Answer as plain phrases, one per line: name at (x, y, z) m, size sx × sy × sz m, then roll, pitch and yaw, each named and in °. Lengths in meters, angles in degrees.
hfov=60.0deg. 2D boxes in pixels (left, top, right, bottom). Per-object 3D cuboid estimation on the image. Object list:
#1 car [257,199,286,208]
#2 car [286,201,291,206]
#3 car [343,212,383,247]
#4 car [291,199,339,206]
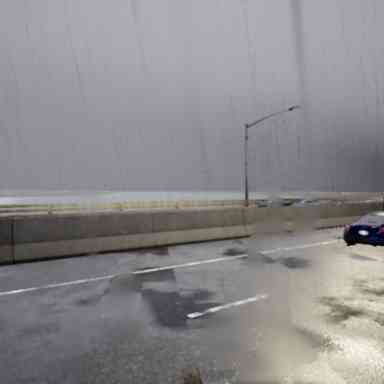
car at (8.961, 1.472, 35.979) m, size 4.181 × 1.385 × 1.994 m, roll 0°, pitch 0°, yaw -35°
car at (12.063, 1.429, 33.876) m, size 4.674 × 1.442 × 1.812 m, roll 0°, pitch 0°, yaw -35°
car at (8.169, 1.516, 13.815) m, size 4.181 × 1.385 × 1.994 m, roll 0°, pitch 0°, yaw -35°
car at (11.473, 1.461, 29.207) m, size 5.357 × 1.411 × 2.033 m, roll 0°, pitch 0°, yaw -35°
